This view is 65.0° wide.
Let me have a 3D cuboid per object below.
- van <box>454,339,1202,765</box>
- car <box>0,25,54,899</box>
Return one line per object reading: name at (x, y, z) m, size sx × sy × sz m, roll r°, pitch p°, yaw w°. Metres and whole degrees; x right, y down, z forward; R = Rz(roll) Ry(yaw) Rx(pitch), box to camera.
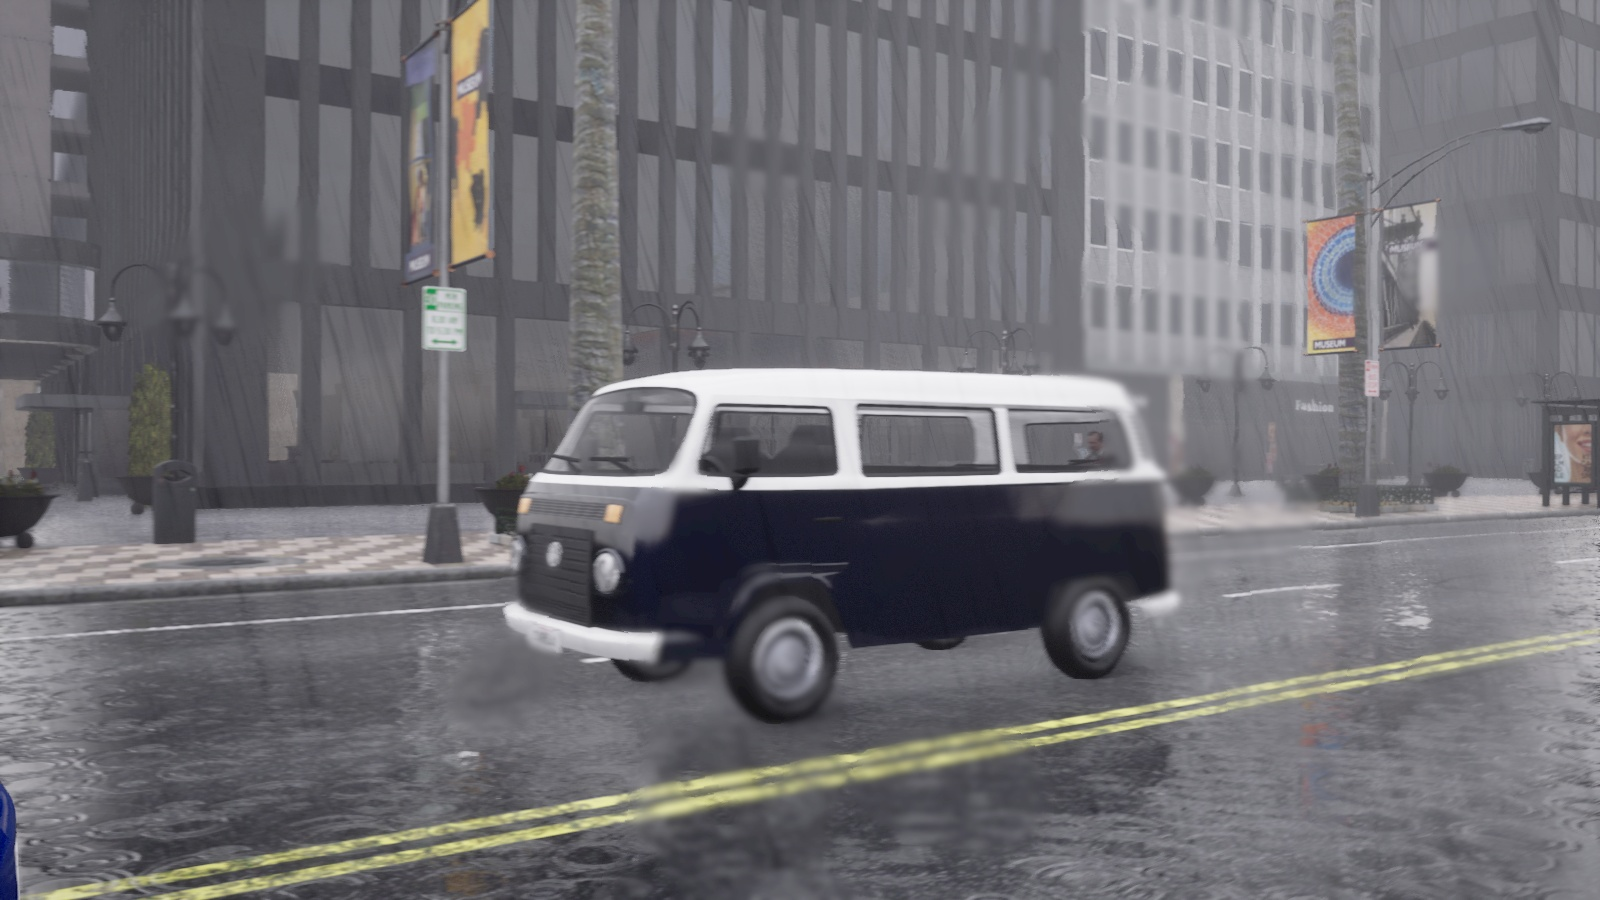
van at (0.307, 0.489, 8.136) m, size 4.480 × 2.038 × 2.069 m, roll 0°, pitch 0°, yaw -35°
car at (-3.886, 0.474, 0.955) m, size 5.566 × 2.045 × 2.150 m, roll 0°, pitch 0°, yaw -35°
